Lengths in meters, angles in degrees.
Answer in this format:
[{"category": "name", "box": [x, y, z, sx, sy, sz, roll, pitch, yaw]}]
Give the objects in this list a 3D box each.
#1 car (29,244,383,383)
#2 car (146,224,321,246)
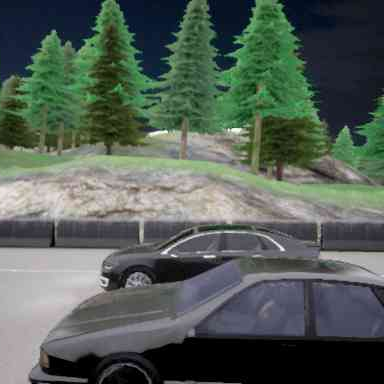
[{"category": "car", "box": [1.054, 1.552, 3.995, 5.357, 1.411, 2.033, 0, 0, 2]}, {"category": "car", "box": [0.438, 1.505, 7.525, 4.892, 1.490, 1.837, 0, 0, 2]}]
